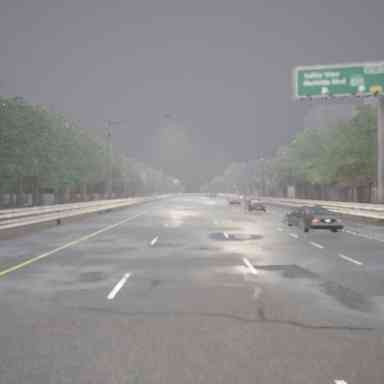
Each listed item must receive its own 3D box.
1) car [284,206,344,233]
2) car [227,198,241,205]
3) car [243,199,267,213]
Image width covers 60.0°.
[{"bbox_3d":[7.022,1.542,19.700,2.033,1.411,5.357,0,0,0],"label":"car"},{"bbox_3d":[7.070,1.586,56.420,1.895,1.301,4.718,0,0,0],"label":"car"},{"bbox_3d":[7.044,1.523,37.547,1.812,1.442,4.674,0,0,0],"label":"car"}]
